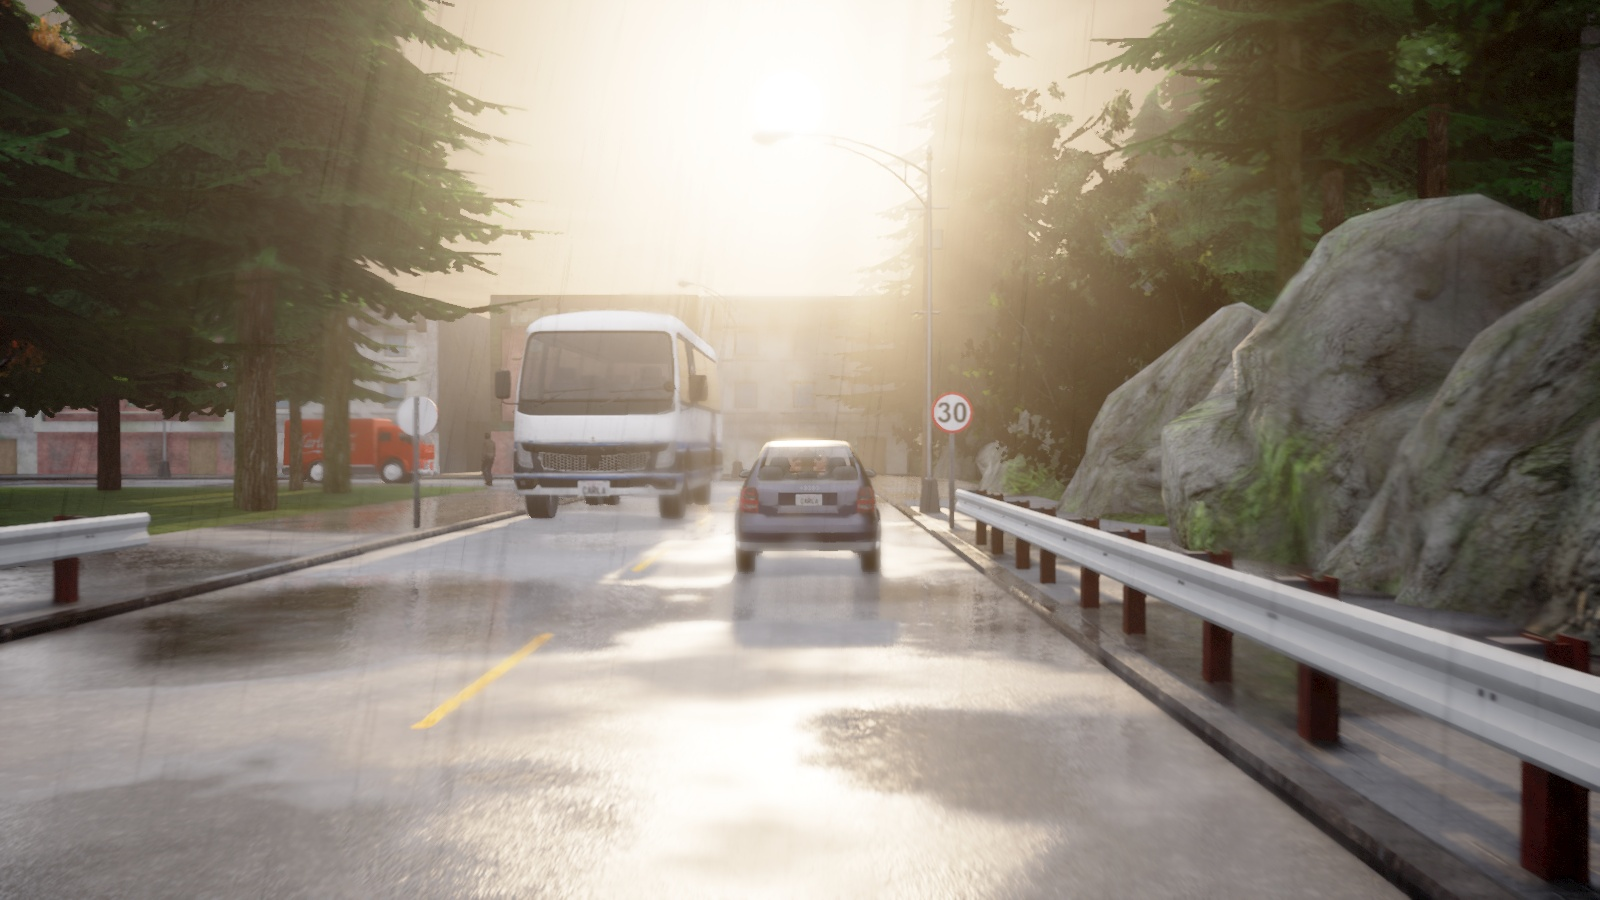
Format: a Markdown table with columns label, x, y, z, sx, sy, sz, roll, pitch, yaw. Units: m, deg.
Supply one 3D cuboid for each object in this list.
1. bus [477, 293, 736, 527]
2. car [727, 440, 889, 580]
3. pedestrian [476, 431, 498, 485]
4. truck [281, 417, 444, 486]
| label | x | y | z | sx | sy | sz | roll | pitch | yaw |
| --- | --- | --- | --- | --- | --- | --- | --- | --- | --- |
| bus | -3.788 | -0.756 | 28.004 | 3.944 | 4.253 | 10.273 | 0 | 0 | 1 |
| car | 0.097 | 0.655 | 15.743 | 1.789 | 1.549 | 3.705 | 0 | 0 | 0 |
| pedestrian | -10.430 | 0.263 | 41.844 | 0.869 | 1.805 | 0.328 | 0 | 0 | 44 |
| truck | -16.400 | 0.046 | 47.339 | 5.204 | 2.467 | 2.627 | -1 | 0 | 1 |
